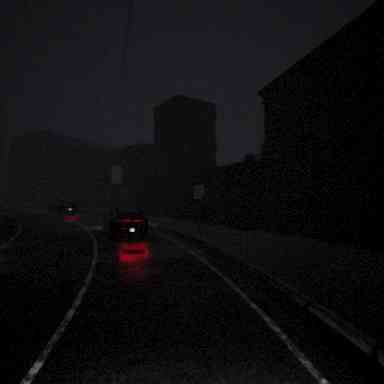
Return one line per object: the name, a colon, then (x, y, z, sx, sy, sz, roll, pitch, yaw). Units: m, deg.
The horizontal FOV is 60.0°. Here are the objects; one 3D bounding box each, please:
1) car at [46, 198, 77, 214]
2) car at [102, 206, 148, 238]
car: (-13.171, 1.362, 33.500, 1.837, 1.490, 4.892, 4, -2, -40)
car: (-3.614, 1.504, 17.744, 1.837, 1.490, 4.892, 2, 0, -20)
